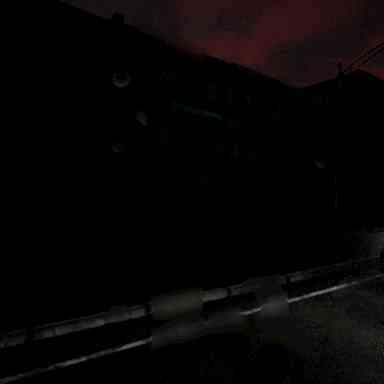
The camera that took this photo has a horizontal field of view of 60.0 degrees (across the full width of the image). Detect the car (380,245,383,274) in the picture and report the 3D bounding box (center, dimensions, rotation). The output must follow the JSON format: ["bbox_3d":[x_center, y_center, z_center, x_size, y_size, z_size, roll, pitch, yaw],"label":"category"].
[{"bbox_3d":[7.165,1.324,8.662,5.566,2.045,2.150,1,0,-35],"label":"car"}]
